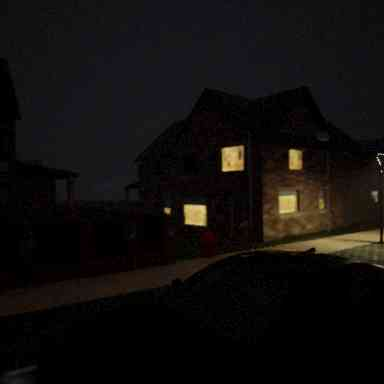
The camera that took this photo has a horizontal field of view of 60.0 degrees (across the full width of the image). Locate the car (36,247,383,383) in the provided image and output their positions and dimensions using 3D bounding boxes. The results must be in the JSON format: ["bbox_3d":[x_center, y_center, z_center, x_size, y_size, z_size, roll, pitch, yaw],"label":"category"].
[{"bbox_3d":[0.913,1.483,3.846,5.008,1.535,1.882,0,0,-37],"label":"car"}]
